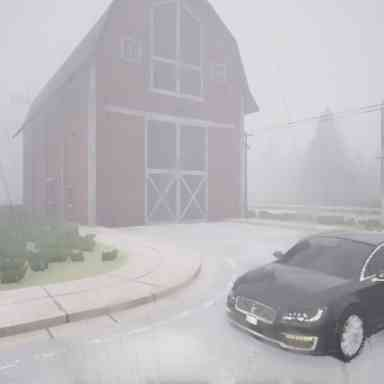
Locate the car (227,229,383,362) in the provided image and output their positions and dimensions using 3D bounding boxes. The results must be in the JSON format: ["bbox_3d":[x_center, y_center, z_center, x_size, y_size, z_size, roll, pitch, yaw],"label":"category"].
[{"bbox_3d":[2.797,1.500,5.989,4.892,1.490,1.837,0,0,-36],"label":"car"}]
